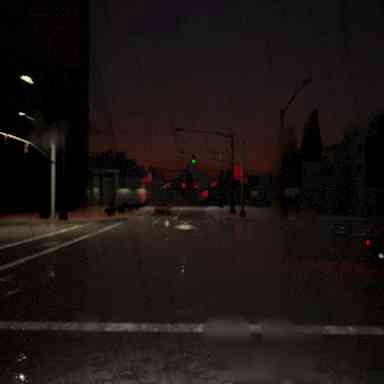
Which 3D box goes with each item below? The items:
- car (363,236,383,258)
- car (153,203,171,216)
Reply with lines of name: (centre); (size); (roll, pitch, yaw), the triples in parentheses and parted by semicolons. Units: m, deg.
car: (8.275, 1.749, 10.674); (4.718, 1.301, 1.895); (0, -1, 0)
car: (-3.545, 2.010, 40.023); (1.882, 1.535, 5.008); (0, -1, 1)
